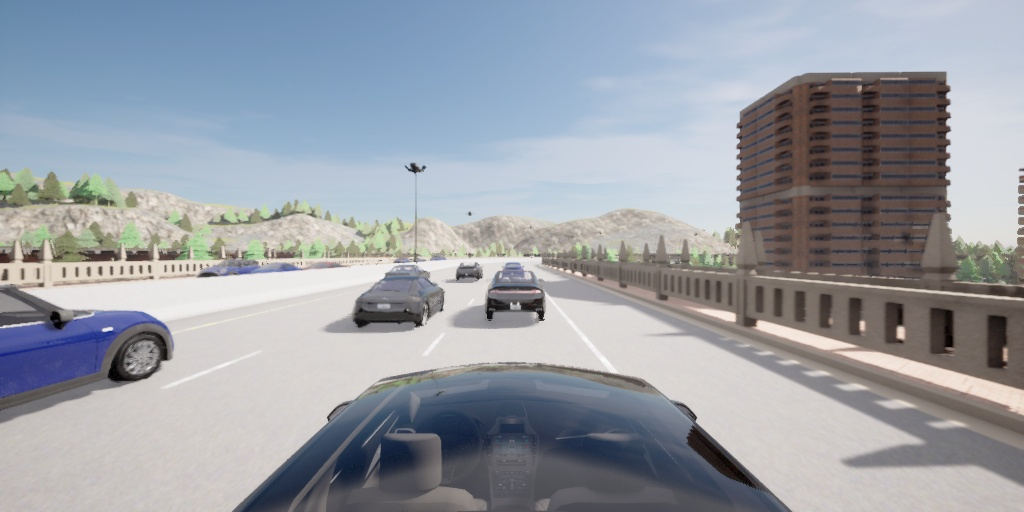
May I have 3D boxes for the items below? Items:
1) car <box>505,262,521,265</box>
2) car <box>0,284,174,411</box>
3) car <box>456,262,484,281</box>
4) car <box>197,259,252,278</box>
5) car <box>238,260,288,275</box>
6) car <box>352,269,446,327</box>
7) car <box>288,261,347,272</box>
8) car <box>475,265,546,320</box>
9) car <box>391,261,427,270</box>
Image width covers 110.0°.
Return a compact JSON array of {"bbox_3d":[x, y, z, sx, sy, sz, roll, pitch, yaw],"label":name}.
[{"bbox_3d":[0.089,1.229,30.371,1.812,1.442,4.674,0,0,0],"label":"car"},{"bbox_3d":[-6.900,1.098,4.290,2.097,1.767,4.553,0,0,0],"label":"car"},{"bbox_3d":[-3.397,1.197,29.287,2.128,1.511,4.902,0,0,0],"label":"car"},{"bbox_3d":[-21.094,1.061,27.124,2.097,1.767,4.553,0,0,0],"label":"car"},{"bbox_3d":[-17.596,1.235,26.796,1.812,1.442,4.674,0,0,0],"label":"car"},{"bbox_3d":[-3.400,1.298,11.523,1.994,1.385,4.181,0,0,0],"label":"car"},{"bbox_3d":[-14.096,1.187,26.846,1.882,1.535,5.008,0,0,0],"label":"car"},{"bbox_3d":[0.101,1.224,12.505,2.128,1.511,4.902,0,0,0],"label":"car"},{"bbox_3d":[-6.898,1.261,23.872,2.033,1.411,5.357,0,0,0],"label":"car"}]
